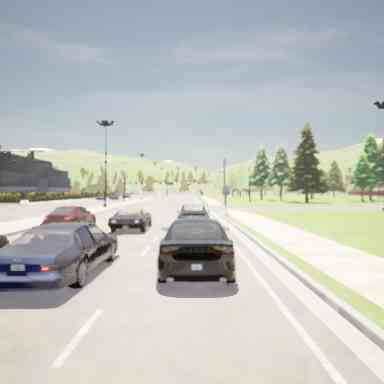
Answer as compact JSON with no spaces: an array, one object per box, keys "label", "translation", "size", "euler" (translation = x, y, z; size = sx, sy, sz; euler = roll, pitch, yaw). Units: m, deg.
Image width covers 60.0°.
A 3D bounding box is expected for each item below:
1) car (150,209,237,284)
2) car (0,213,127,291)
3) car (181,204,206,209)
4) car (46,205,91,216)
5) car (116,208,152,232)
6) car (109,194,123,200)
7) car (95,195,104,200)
[{"label":"car","translation":[0.106,1.462,9.577],"size":[1.882,1.535,5.008],"euler":[0,0,0]},{"label":"car","translation":[-3.418,1.533,9.047],"size":[2.033,1.411,5.357],"euler":[0,0,0]},{"label":"car","translation":[0.067,1.460,19.283],"size":[2.128,1.511,4.902],"euler":[0,0,0]},{"label":"car","translation":[-6.983,1.495,19.273],"size":[1.812,1.442,4.674],"euler":[0,0,0]},{"label":"car","translation":[-3.478,1.569,19.639],"size":[1.895,1.301,4.718],"euler":[0,0,0]},{"label":"car","translation":[-19.772,1.365,84.671],"size":[1.837,1.490,4.892],"euler":[0,0,0]},{"label":"car","translation":[-23.272,1.460,84.627],"size":[1.895,1.301,4.718],"euler":[0,0,0]}]
